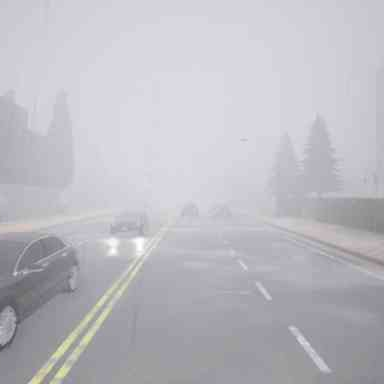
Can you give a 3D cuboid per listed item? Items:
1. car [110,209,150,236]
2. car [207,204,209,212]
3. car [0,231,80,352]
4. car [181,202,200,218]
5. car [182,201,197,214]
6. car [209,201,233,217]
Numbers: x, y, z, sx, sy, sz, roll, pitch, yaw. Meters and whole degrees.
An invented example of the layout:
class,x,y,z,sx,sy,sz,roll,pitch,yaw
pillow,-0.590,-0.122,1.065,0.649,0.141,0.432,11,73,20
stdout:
class,x,y,z,sx,sy,sz,roll,pitch,yaw
car,-3.691,1.789,20.588,1.812,1.442,4.674,0,-1,0
car,3.226,2.066,46.433,1.882,1.535,5.008,0,-1,0
car,-3.641,1.588,6.357,1.837,1.490,4.892,0,-1,0
car,-0.205,1.945,35.674,2.128,1.511,4.902,0,-1,0
car,-0.328,2.086,45.732,1.837,1.490,4.892,0,-1,0
car,3.312,2.012,36.609,2.033,1.411,5.357,0,-1,0
